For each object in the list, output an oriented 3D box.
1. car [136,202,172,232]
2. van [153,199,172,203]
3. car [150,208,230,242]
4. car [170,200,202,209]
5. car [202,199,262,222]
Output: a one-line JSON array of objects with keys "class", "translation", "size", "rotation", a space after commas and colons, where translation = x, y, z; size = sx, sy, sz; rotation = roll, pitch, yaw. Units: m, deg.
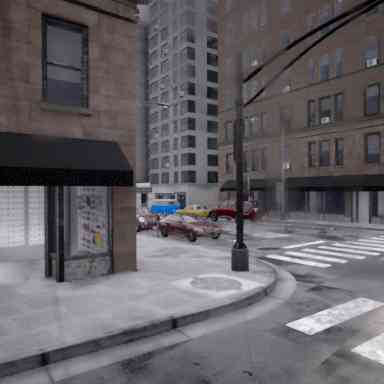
[{"class": "car", "translation": [-3.460, 1.705, 22.093], "size": [1.967, 1.590, 4.097], "rotation": [-1, 0, -36]}, {"class": "van", "translation": [-2.973, 1.688, 36.009], "size": [1.690, 1.788, 3.998], "rotation": [-1, 0, -36]}, {"class": "car", "translation": [-0.242, 1.778, 17.626], "size": [1.802, 1.307, 4.206], "rotation": [-1, 0, -36]}, {"class": "car", "translation": [0.147, 1.804, 31.679], "size": [1.752, 1.417, 4.829], "rotation": [-1, 0, -36]}, {"class": "car", "translation": [3.456, 1.521, 27.073], "size": [2.192, 1.841, 5.009], "rotation": [-1, 0, -36]}]
